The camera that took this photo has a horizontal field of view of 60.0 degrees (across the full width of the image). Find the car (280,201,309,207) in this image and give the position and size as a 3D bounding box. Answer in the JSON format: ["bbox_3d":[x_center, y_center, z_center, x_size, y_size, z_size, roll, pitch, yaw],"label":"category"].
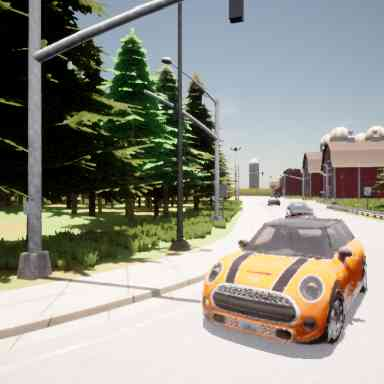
[{"bbox_3d":[8.758,1.547,27.337,2.033,1.411,5.357,0,0,10],"label":"car"}]

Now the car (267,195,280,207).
[{"bbox_3d":[13.060,1.601,52.983,1.895,1.301,4.718,0,0,9],"label":"car"}]

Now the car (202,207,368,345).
[{"bbox_3d":[2.105,1.355,6.672,2.097,1.767,4.553,0,0,35],"label":"car"}]
